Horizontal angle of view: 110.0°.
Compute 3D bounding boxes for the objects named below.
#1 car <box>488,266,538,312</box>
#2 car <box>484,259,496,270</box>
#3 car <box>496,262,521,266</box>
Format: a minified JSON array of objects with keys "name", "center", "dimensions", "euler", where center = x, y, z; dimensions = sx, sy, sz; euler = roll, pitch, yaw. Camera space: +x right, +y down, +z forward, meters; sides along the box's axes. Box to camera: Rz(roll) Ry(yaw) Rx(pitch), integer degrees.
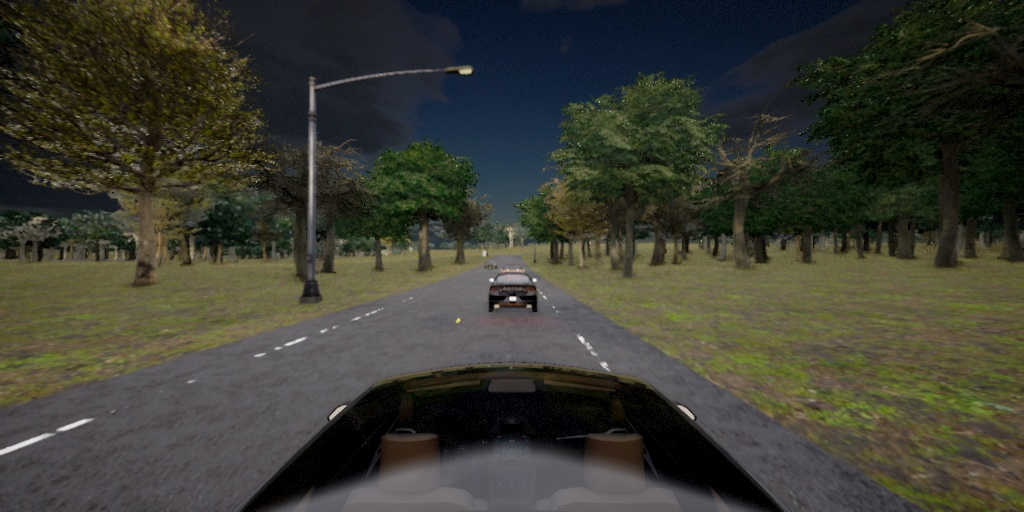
[{"name":"car","center":[0.052,1.387,15.233],"dimensions":[1.882,1.535,5.008],"euler":[0,0,0]},{"name":"car","center":[-3.554,1.352,60.327],"dimensions":[2.097,1.767,4.553],"euler":[0,1,1]},{"name":"car","center":[0.043,1.420,28.979],"dimensions":[2.097,1.767,4.553],"euler":[0,-1,0]}]
